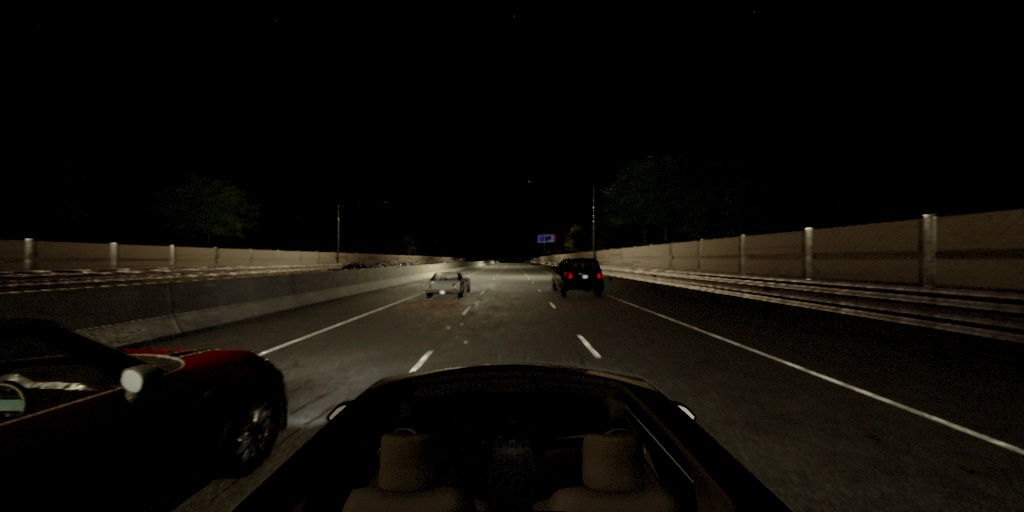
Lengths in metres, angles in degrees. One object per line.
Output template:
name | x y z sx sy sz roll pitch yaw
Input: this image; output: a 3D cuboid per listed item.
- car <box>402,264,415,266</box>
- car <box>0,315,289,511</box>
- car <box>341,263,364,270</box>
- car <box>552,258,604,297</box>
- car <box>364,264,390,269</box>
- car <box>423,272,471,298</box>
car | -14.069 1.717 47.875 2.033 1.411 5.357 0 -1 1
car | -3.401 1.104 1.922 2.097 1.767 4.553 0 0 0
car | -21.067 1.674 48.016 1.837 1.490 4.892 0 0 0
car | 3.596 1.142 20.300 2.150 2.045 5.566 0 -1 0
car | -17.567 1.771 47.967 1.895 1.301 4.718 0 -1 0
car | -3.404 1.515 19.738 1.895 1.301 4.718 0 -1 0
